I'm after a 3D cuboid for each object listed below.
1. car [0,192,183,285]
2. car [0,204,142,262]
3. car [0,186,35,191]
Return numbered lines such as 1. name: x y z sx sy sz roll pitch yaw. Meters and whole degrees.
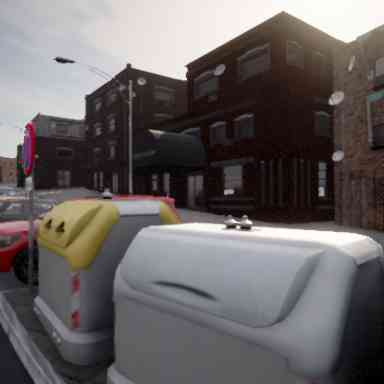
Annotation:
1. car: -2.833 1.135 9.604 5.566 2.045 2.435 1 1 -37
2. car: -4.571 1.303 11.990 5.008 1.535 2.097 1 2 -37
3. car: -13.251 0.554 23.690 4.553 1.767 2.185 1 2 -37
